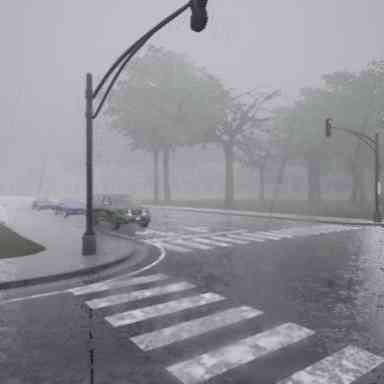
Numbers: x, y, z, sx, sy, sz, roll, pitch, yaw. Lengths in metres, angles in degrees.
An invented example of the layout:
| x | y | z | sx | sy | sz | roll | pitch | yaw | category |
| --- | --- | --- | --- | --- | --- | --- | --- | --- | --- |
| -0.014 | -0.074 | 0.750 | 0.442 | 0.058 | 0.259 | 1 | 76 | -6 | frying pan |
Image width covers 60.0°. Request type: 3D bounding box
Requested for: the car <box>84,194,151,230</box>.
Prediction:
| x | y | z | sx | sy | sz | roll | pitch | yaw | category |
| --- | --- | --- | --- | --- | --- | --- | --- | --- | --- |
| -4.673 | 1.141 | 20.982 | 2.150 | 2.045 | 5.566 | 0 | 0 | -36 | car |

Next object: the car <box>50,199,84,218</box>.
| x | y | z | sx | sy | sz | roll | pitch | yaw | category |
| --- | --- | --- | --- | --- | --- | --- | --- | --- | --- |
| -10.680 | 1.361 | 29.219 | 1.882 | 1.535 | 5.008 | 0 | 0 | -36 | car |

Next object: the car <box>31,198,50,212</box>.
| x | y | z | sx | sy | sz | roll | pitch | yaw | category |
| --- | --- | --- | --- | --- | --- | --- | --- | --- | --- |
| -16.760 | 1.399 | 37.568 | 2.033 | 1.411 | 5.357 | 0 | 0 | -36 | car |
